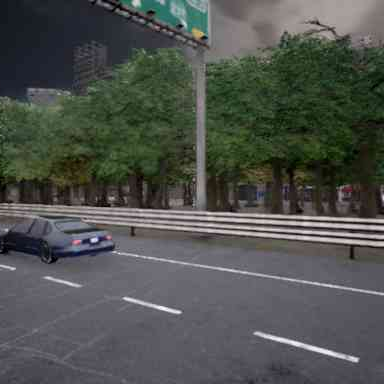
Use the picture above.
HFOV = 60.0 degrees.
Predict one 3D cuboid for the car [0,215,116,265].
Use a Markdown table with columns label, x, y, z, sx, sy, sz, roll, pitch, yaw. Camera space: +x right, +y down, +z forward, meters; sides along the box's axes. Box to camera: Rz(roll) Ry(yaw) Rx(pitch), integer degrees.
| label | x | y | z | sx | sy | sz | roll | pitch | yaw |
| --- | --- | --- | --- | --- | --- | --- | --- | --- | --- |
| car | -5.075 | 1.548 | 11.782 | 5.357 | 1.411 | 2.033 | 0 | 0 | 35 |
